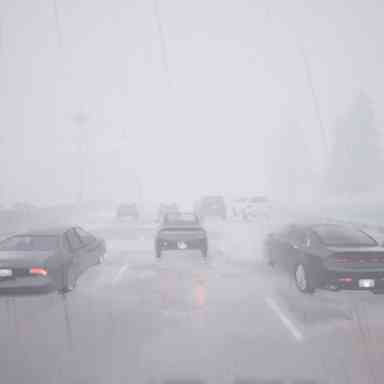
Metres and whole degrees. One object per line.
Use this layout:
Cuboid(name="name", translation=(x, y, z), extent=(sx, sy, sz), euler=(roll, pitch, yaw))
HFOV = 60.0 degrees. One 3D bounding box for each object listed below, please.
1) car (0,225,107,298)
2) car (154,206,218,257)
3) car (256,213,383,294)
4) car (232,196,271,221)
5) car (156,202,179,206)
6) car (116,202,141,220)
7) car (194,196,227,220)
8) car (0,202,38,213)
Cuboid(name="car", translation=(-3.674, 1.589, 8.816), extent=(2.033, 1.411, 5.357), euler=(0, 0, -3))
Cuboid(name="car", translation=(-0.462, 1.543, 13.142), extent=(2.128, 1.511, 4.902), euler=(0, 0, -4))
Cuboid(name="car", translation=(3.288, 1.531, 8.873), extent=(1.837, 1.490, 4.892), euler=(0, 0, -2))
Cuboid(name="car", translation=(5.037, 1.319, 28.761), extent=(2.150, 2.045, 5.566), euler=(0, 0, -7))
Cuboid(name="car", translation=(-2.150, 1.609, 29.823), extent=(2.128, 1.511, 4.902), euler=(0, 0, -7))
Cuboid(name="car", translation=(-5.684, 1.617, 29.897), extent=(2.128, 1.511, 4.902), euler=(0, 0, -7))
Cuboid(name="car", translation=(1.500, 1.327, 28.855), extent=(2.150, 2.045, 5.566), euler=(0, 0, -7))
Cuboid(name="car", translation=(-16.788, 1.708, 32.654), extent=(2.033, 1.411, 5.357), euler=(0, 0, -7))
